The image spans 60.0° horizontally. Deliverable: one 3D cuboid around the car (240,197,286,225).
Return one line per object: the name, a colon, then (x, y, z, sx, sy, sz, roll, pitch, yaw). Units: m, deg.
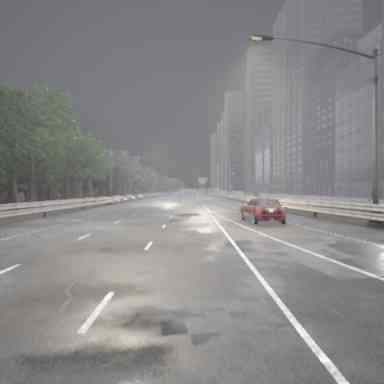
car: (4.727, 1.194, 22.826, 2.097, 1.767, 4.553, 0, 0, -6)
